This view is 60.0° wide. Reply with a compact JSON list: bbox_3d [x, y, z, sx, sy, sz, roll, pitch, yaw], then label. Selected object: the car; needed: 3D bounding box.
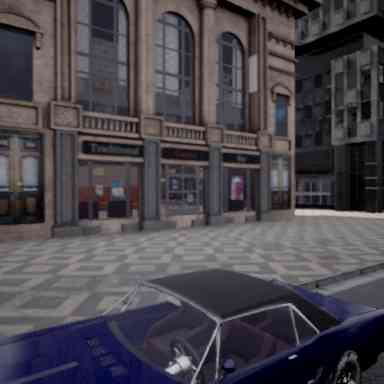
[{"bbox_3d":[-0.066,1.596,3.296,4.718,1.301,1.895,0,0,-35],"label":"car"}]
